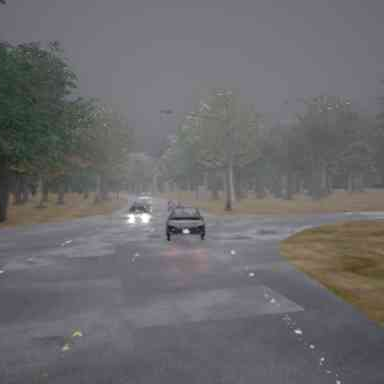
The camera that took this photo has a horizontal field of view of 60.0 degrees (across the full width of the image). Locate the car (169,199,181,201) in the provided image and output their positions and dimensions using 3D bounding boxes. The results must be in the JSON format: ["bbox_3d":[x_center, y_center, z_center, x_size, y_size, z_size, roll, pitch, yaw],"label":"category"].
[{"bbox_3d":[-1.986,1.517,39.262,2.033,1.411,5.357,0,0,-6],"label":"car"}]

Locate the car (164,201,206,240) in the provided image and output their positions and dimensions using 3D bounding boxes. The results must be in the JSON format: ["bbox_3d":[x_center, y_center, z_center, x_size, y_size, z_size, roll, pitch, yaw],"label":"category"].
[{"bbox_3d":[-0.368,1.472,17.038,2.128,1.511,4.902,0,1,-3],"label":"car"}]

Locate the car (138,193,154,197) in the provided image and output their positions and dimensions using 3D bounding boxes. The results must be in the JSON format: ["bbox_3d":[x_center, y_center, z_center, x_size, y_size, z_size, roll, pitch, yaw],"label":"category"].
[{"bbox_3d":[-7.370,1.135,53.212,2.150,2.045,5.566,0,1,-7],"label":"car"}]

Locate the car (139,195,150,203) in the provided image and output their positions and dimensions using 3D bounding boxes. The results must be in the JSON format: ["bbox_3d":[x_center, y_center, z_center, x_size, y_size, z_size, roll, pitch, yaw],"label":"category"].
[{"bbox_3d":[-9.789,1.351,68.880,2.128,1.511,4.902,0,0,-10],"label":"car"}]

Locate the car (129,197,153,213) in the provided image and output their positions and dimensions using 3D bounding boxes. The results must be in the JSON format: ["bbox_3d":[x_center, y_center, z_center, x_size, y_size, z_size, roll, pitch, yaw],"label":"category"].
[{"bbox_3d":[-5.666,1.575,36.478,1.895,1.301,4.718,0,0,-1],"label":"car"}]
